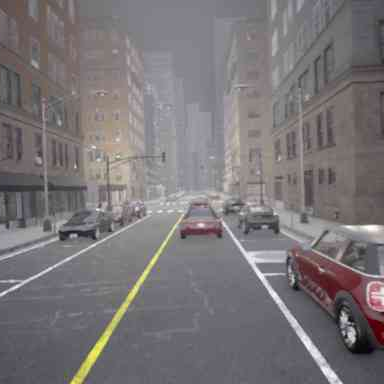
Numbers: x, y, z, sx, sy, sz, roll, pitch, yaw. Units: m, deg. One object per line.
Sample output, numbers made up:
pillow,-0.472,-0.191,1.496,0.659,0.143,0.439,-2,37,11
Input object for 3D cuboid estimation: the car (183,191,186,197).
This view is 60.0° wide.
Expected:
car,-3.509,0.903,92.032,1.752,1.417,4.829,-2,0,1

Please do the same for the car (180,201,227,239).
car,0.455,1.396,16.564,1.994,1.385,4.181,-2,1,2

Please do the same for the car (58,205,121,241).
car,-5.264,1.581,17.077,1.947,1.339,4.313,-2,1,1

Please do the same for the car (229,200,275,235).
car,3.254,1.288,16.884,2.008,1.369,4.403,-2,1,1

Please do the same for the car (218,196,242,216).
car,3.500,1.196,27.884,1.947,1.339,4.313,-2,1,1

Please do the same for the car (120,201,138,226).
car,-5.141,1.543,22.577,1.802,1.307,4.206,-2,1,1

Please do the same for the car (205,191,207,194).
car,4.622,0.765,75.777,2.008,1.369,4.403,-2,0,1

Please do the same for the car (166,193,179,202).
car,-4.157,1.160,65.168,1.802,1.307,4.206,-2,0,1

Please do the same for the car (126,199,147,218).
car,-5.023,1.348,28.076,1.967,1.590,4.097,-2,1,1

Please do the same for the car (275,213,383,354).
car,3.005,1.285,5.884,1.967,1.590,4.097,-2,1,1

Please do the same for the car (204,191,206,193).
car,4.878,0.576,86.590,1.967,1.590,4.097,-2,0,1

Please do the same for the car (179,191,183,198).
car,-3.896,1.042,75.981,2.008,1.369,4.403,-2,0,1

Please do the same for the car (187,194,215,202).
car,0.678,1.227,27.870,1.837,1.490,4.892,-2,0,2

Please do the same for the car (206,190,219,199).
car,4.356,0.741,64.961,1.967,1.590,4.097,-2,0,1

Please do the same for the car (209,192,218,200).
car,4.494,0.780,70.540,1.752,1.417,4.829,-2,0,1
